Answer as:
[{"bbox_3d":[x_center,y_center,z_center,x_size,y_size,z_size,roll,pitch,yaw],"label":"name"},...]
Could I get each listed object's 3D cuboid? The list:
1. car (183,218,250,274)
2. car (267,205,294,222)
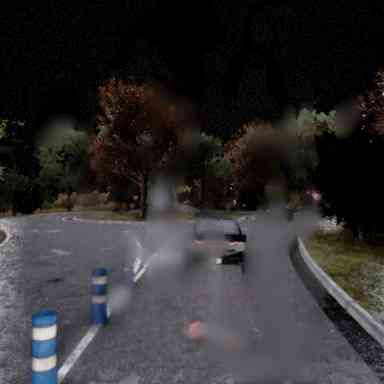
[{"bbox_3d":[0.854,1.588,10.914,2.128,1.511,4.902,0,-1,6],"label":"car"},{"bbox_3d":[8.535,2.001,31.984,2.128,1.511,4.902,0,-1,25],"label":"car"}]
